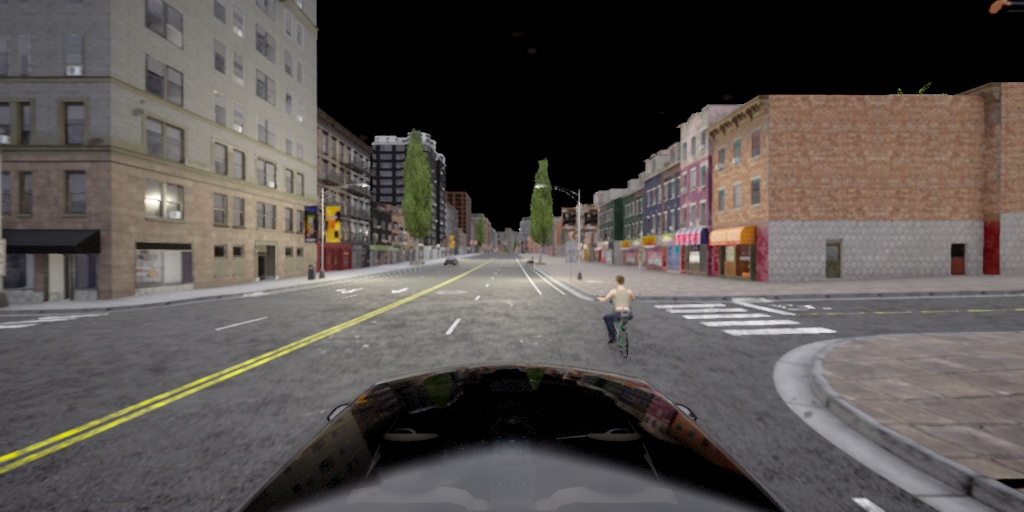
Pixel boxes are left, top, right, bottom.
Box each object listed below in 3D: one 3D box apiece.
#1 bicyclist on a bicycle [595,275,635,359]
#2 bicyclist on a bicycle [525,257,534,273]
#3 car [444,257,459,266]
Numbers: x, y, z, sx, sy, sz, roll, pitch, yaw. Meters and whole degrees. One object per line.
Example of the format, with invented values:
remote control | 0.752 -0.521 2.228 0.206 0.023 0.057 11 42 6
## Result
bicyclist on a bicycle | 2.204 1.171 7.488 0.866 1.612 1.509 0 6 0
bicyclist on a bicycle | 2.126 1.016 39.908 0.659 1.776 1.843 0 1 0
car | -9.937 0.900 59.162 2.033 1.411 5.357 0 1 0
